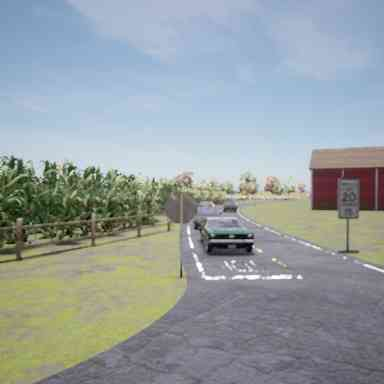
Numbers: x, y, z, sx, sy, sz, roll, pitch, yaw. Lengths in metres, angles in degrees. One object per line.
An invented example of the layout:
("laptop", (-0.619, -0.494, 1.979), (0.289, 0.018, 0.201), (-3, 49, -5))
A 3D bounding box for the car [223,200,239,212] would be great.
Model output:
("car", (5.676, 2.205, 49.524), (1.837, 1.490, 4.892), (0, -1, 7))

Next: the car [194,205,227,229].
("car", (1.173, 1.885, 23.886), (1.994, 1.385, 4.181), (0, -1, 0))

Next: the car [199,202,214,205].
("car", (1.382, 1.810, 33.665), (2.097, 1.767, 4.553), (0, -1, 3))

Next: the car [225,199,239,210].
("car", (7.194, 2.184, 59.503), (2.097, 1.767, 4.553), (0, -1, 10))

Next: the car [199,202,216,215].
("car", (2.094, 2.075, 43.974), (1.882, 1.535, 5.008), (0, -1, 6))

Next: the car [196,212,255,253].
("car", (1.401, 1.793, 14.822), (1.895, 1.301, 4.718), (0, -1, -3))
